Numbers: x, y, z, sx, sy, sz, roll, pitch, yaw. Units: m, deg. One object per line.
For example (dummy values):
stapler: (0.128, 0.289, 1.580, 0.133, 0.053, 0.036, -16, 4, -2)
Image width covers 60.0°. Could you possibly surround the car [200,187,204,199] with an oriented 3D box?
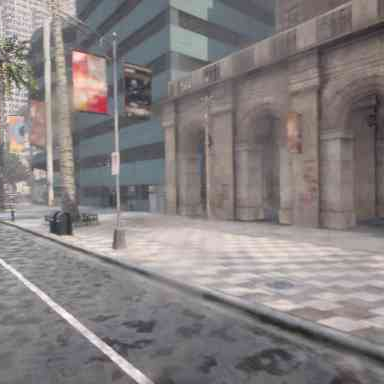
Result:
car: (0.696, 0.518, 33.211, 2.435, 2.045, 5.566, -2, 1, -39)
